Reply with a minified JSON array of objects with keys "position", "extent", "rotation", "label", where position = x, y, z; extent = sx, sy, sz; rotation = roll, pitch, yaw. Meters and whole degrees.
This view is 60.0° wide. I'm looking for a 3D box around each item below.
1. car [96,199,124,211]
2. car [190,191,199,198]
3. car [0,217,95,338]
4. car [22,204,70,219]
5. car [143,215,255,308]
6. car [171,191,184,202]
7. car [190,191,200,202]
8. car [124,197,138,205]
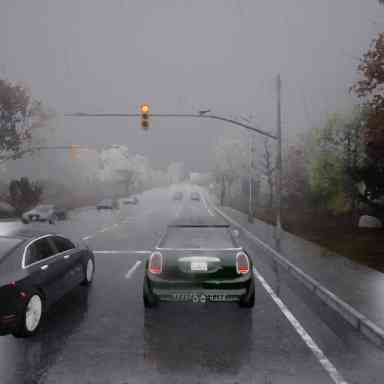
[{"position":[-10.294,1.548,41.087],"extent":[2.033,1.411,5.357],"rotation":[0,0,0],"label":"car"},{"position":[0.605,0.516,75.115],"extent":[2.033,1.411,5.357],"rotation":[0,3,1],"label":"car"},{"position":[-3.378,1.505,6.591],"extent":[1.837,1.490,4.892],"rotation":[0,0,0],"label":"car"},{"position":[-10.444,1.565,24.006],"extent":[1.994,1.385,4.181],"rotation":[0,0,0],"label":"car"},{"position":[0.142,1.352,8.092],"extent":[2.097,1.767,4.553],"rotation":[0,0,0],"label":"car"},{"position":[-2.988,1.070,64.572],"extent":[2.033,1.411,5.357],"rotation":[0,3,1],"label":"car"},{"position":[0.613,1.053,64.858],"extent":[2.033,1.411,5.357],"rotation":[0,3,1],"label":"car"},{"position":[-10.155,1.478,55.300],"extent":[1.994,1.385,4.181],"rotation":[0,2,1],"label":"car"}]
